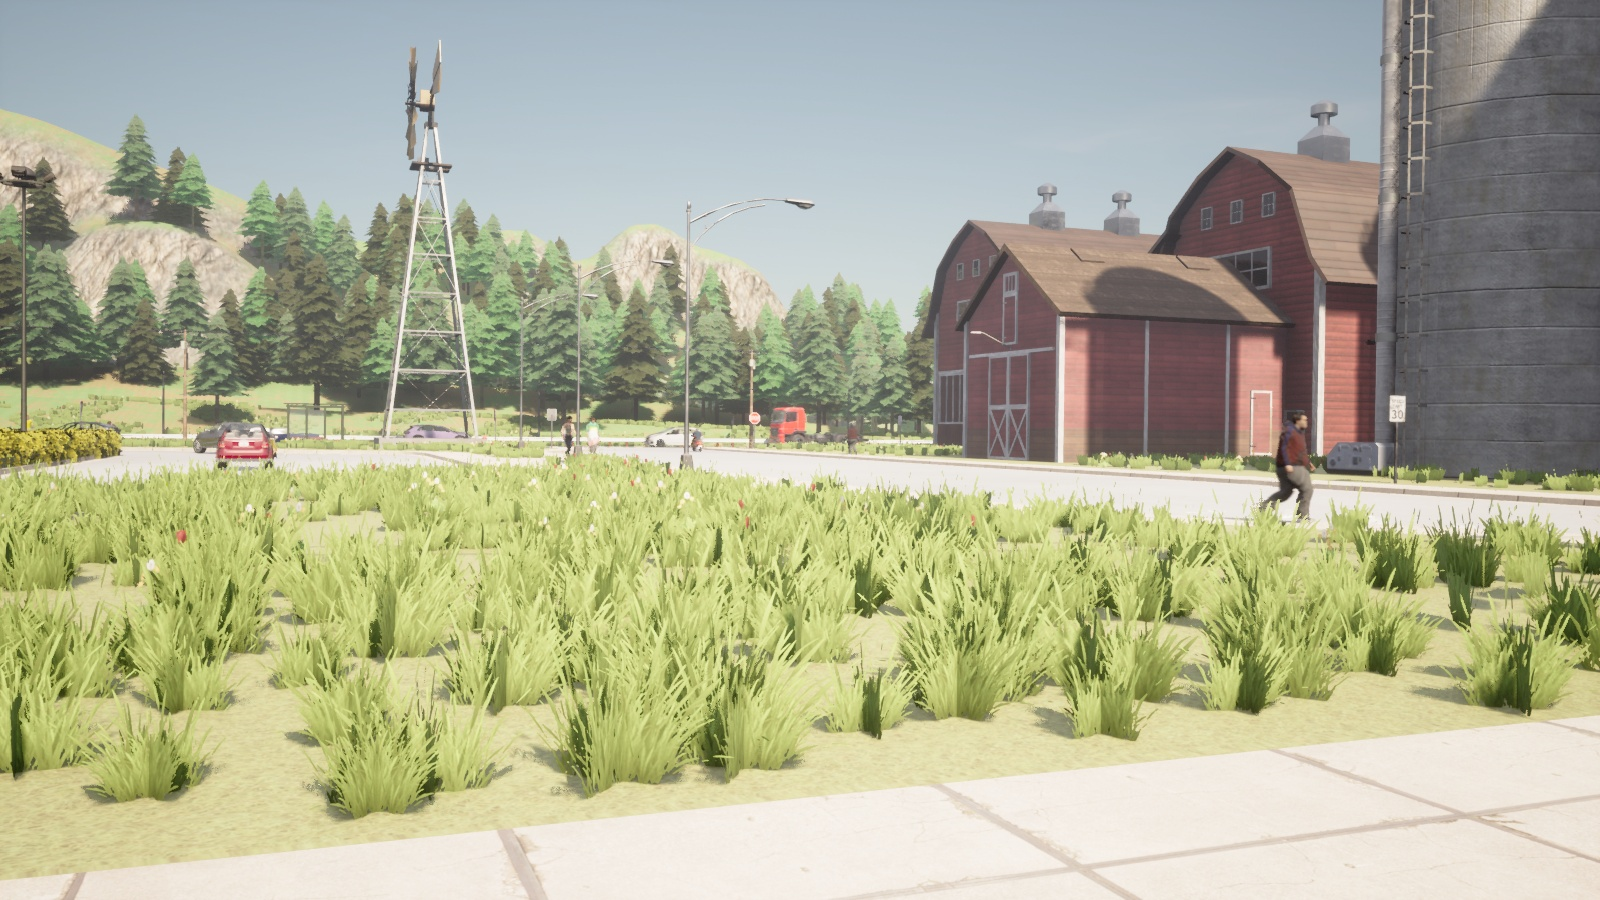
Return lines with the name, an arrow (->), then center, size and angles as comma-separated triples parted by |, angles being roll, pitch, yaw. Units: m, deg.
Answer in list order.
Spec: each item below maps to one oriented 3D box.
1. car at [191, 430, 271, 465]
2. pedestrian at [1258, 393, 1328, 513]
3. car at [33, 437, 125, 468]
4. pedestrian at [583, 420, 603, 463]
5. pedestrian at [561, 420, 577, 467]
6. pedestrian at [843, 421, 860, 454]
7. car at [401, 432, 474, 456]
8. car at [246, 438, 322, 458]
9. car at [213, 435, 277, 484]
car -> -28.754, -0.144, 63.395 | 2.152, 1.651, 5.027 | -1, 1, -43
pedestrian -> 7.783, 0.047, 19.827 | 0.899, 1.844, 0.634 | 0, 1, 34
car -> -37.374, 0.121, 65.144 | 3.705, 1.549, 1.789 | -1, 1, -8
pedestrian -> -9.440, -0.377, 57.324 | 0.659, 1.952, 0.873 | -1, 1, -25
pedestrian -> -9.072, -0.251, 49.322 | 0.345, 1.836, 0.594 | -1, 1, -42
pedestrian -> 2.908, -0.735, 71.112 | 0.634, 1.844, 0.899 | -1, 1, -22
car -> -26.073, -0.458, 90.220 | 4.856, 1.649, 2.033 | -1, 1, -21
car -> -35.537, -0.126, 86.605 | 4.718, 1.301, 1.895 | -1, 1, -21
car -> -18.868, 0.284, 42.796 | 1.789, 1.549, 3.705 | -1, 1, -21
